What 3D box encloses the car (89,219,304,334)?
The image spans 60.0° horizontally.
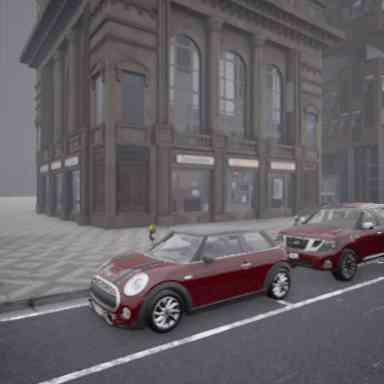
[{"bbox_3d":[0.081,1.431,6.690,4.097,1.590,1.967,0,0,-35],"label":"car"}]

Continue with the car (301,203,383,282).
[{"bbox_3d":[4.649,1.292,9.932,5.009,1.841,2.192,0,0,-35],"label":"car"}]
